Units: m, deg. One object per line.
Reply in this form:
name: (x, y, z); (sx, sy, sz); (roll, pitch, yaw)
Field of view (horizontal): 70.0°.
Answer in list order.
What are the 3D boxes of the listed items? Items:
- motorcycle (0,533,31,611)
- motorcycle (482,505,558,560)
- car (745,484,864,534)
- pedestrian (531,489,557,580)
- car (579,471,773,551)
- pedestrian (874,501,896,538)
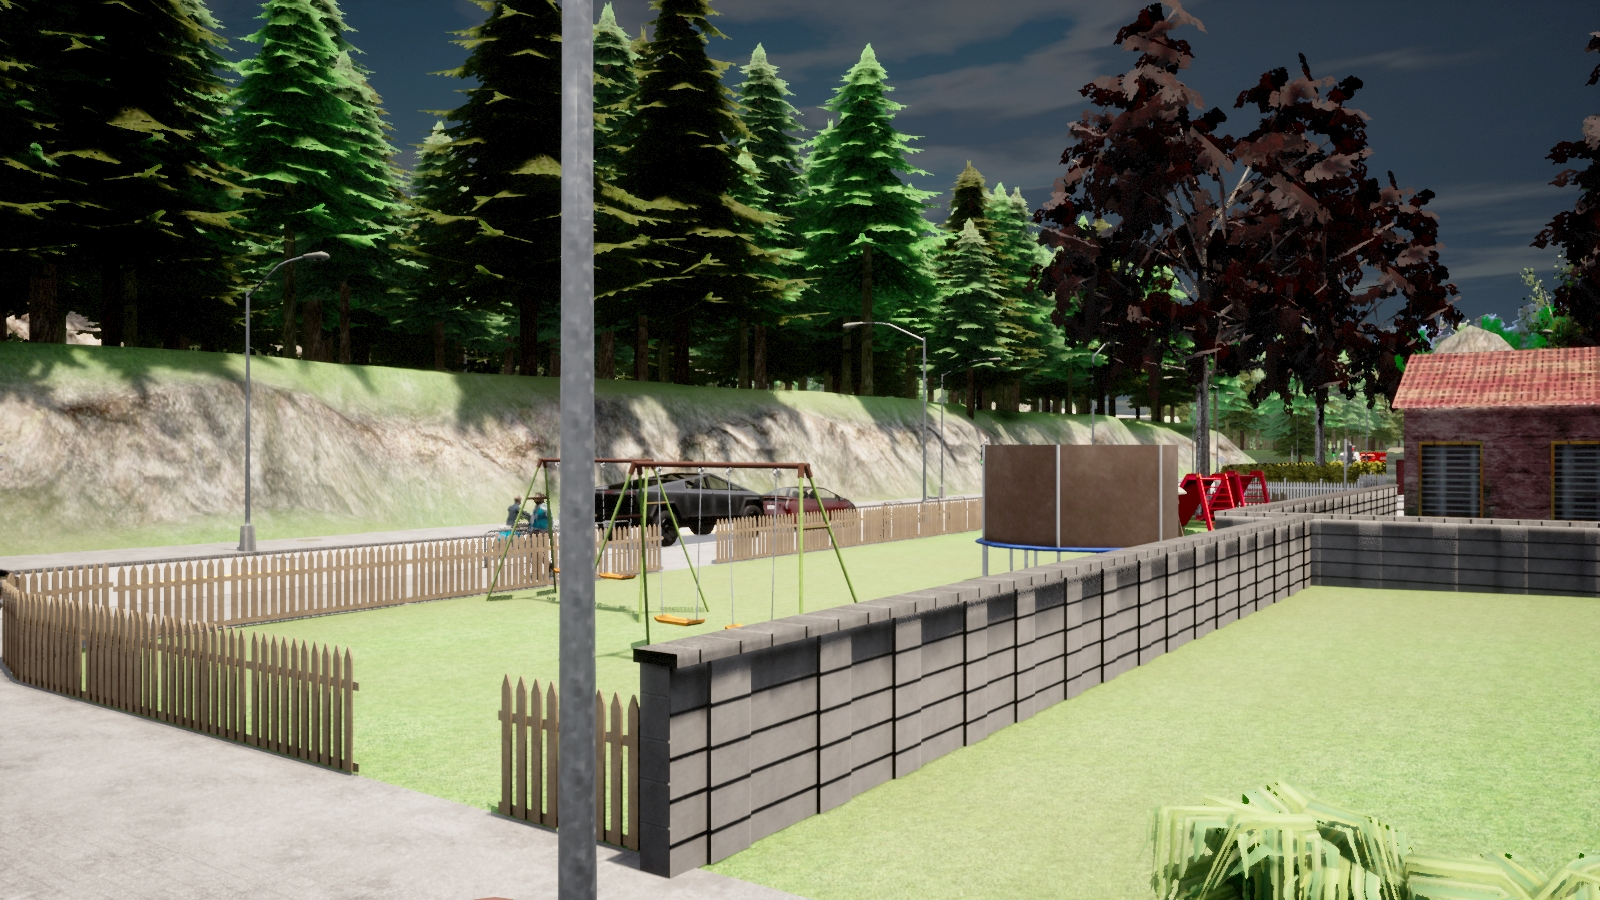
motorcycle: (-14.644, 2.154, 19.548); (0.764, 1.307, 2.356); (-1, 0, 38)
motorcycle: (-7.327, 2.142, 29.965); (0.856, 1.316, 1.805); (0, 0, 35)
car: (0.241, 2.040, 40.685); (2.007, 1.525, 4.514); (0, 0, 35)
pedestrian: (-5.341, 1.745, 23.811); (0.375, 1.860, 0.375); (0, 0, 32)
car: (-3.653, 1.754, 35.096); (2.390, 2.098, 6.274); (0, 0, 35)
pedestrian: (2.615, 2.125, 35.107); (0.500, 1.100, 0.500); (0, 0, 36)
